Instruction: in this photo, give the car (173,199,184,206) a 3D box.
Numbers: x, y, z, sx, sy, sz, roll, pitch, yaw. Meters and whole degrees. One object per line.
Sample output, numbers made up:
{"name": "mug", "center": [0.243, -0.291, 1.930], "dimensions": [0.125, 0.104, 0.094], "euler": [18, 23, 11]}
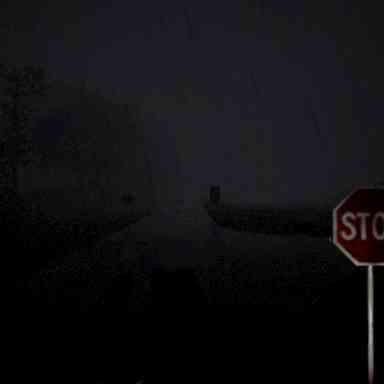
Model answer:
{"name": "car", "center": [-2.664, 2.038, 64.547], "dimensions": [1.994, 1.385, 4.181], "euler": [0, 0, 0]}
